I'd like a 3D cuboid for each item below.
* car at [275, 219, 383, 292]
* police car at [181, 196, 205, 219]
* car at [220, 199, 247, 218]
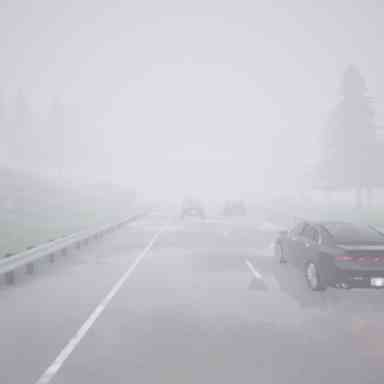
[{"bbox_3d":[3.597,1.472,8.828,1.837,1.490,4.892,0,0,0],"label":"car"},{"bbox_3d":[0.038,1.400,28.476,2.038,1.542,4.974,0,0,0],"label":"police car"},{"bbox_3d":[3.545,1.386,28.887,2.128,1.511,4.902,0,0,-1],"label":"car"}]
